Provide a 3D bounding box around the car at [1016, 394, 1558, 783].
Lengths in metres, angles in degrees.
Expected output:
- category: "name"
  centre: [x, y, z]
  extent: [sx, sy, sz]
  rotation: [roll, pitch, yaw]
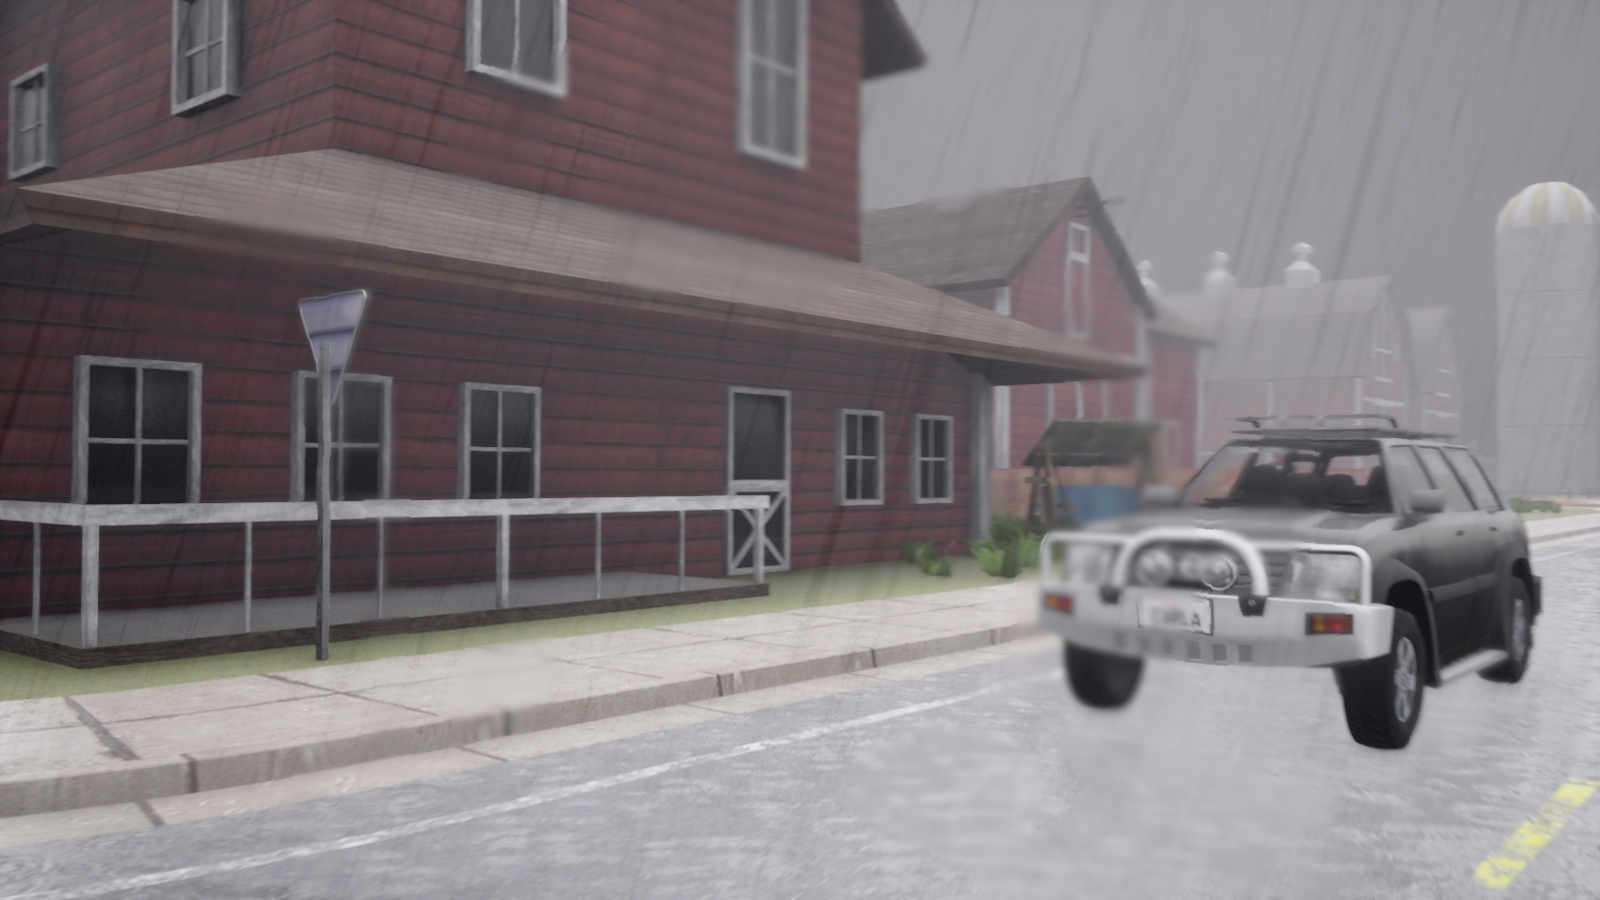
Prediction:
- category: "car"
  centre: [3.483, 0.703, 8.366]
  extent: [1.932, 1.855, 4.605]
  rotation: [-1, -1, 41]
